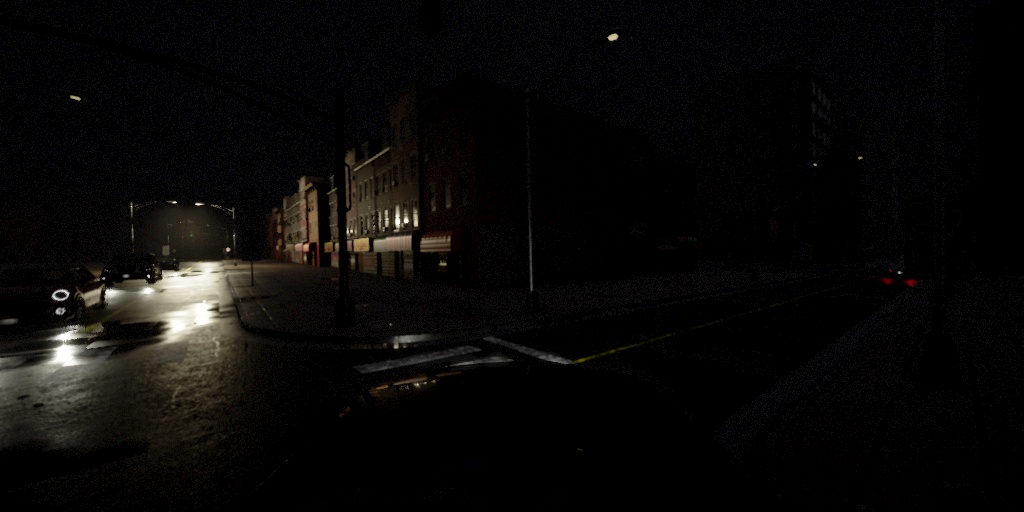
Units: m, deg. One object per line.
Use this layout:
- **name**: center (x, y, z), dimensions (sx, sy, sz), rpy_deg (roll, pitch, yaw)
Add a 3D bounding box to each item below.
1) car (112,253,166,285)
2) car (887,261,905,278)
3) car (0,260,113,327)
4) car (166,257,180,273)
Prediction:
- **car**: center (-24.530, 0.815, 23.300), dimensions (2.150, 2.045, 5.566), rpy_deg (-2, 2, -39)
- **car**: center (33.471, 1.126, 30.134), dimensions (4.674, 1.442, 1.812), rpy_deg (0, 0, -27)
- **car**: center (-14.511, 1.102, 11.057), dimensions (2.097, 1.767, 4.553), rpy_deg (-2, 2, -39)
- **car**: center (-35.326, 0.889, 36.623), dimensions (1.882, 1.535, 5.008), rpy_deg (-2, 2, -39)
